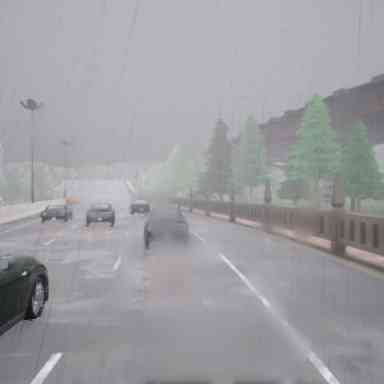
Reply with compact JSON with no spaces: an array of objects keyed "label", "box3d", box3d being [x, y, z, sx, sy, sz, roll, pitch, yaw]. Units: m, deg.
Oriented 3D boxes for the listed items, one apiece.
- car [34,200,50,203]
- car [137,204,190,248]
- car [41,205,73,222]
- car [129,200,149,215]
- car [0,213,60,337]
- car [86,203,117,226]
[{"label":"car","box3d":[-25.776,1.499,57.186,2.097,1.767,4.553,0,0,-14]},{"label":"car","box3d":[-1.223,1.509,14.959,2.128,1.511,4.902,0,0,-8]},{"label":"car","box3d":[-10.695,1.663,26.655,1.895,1.301,4.718,0,0,-14]},{"label":"car","box3d":[-5.481,1.527,34.626,1.882,1.535,5.008,0,0,-14]},{"label":"car","box3d":[-3.706,1.369,4.470,2.097,1.767,4.553,0,0,-2]},{"label":"car","box3d":[-6.433,1.537,23.685,2.128,1.511,4.902,0,0,-13]}]
